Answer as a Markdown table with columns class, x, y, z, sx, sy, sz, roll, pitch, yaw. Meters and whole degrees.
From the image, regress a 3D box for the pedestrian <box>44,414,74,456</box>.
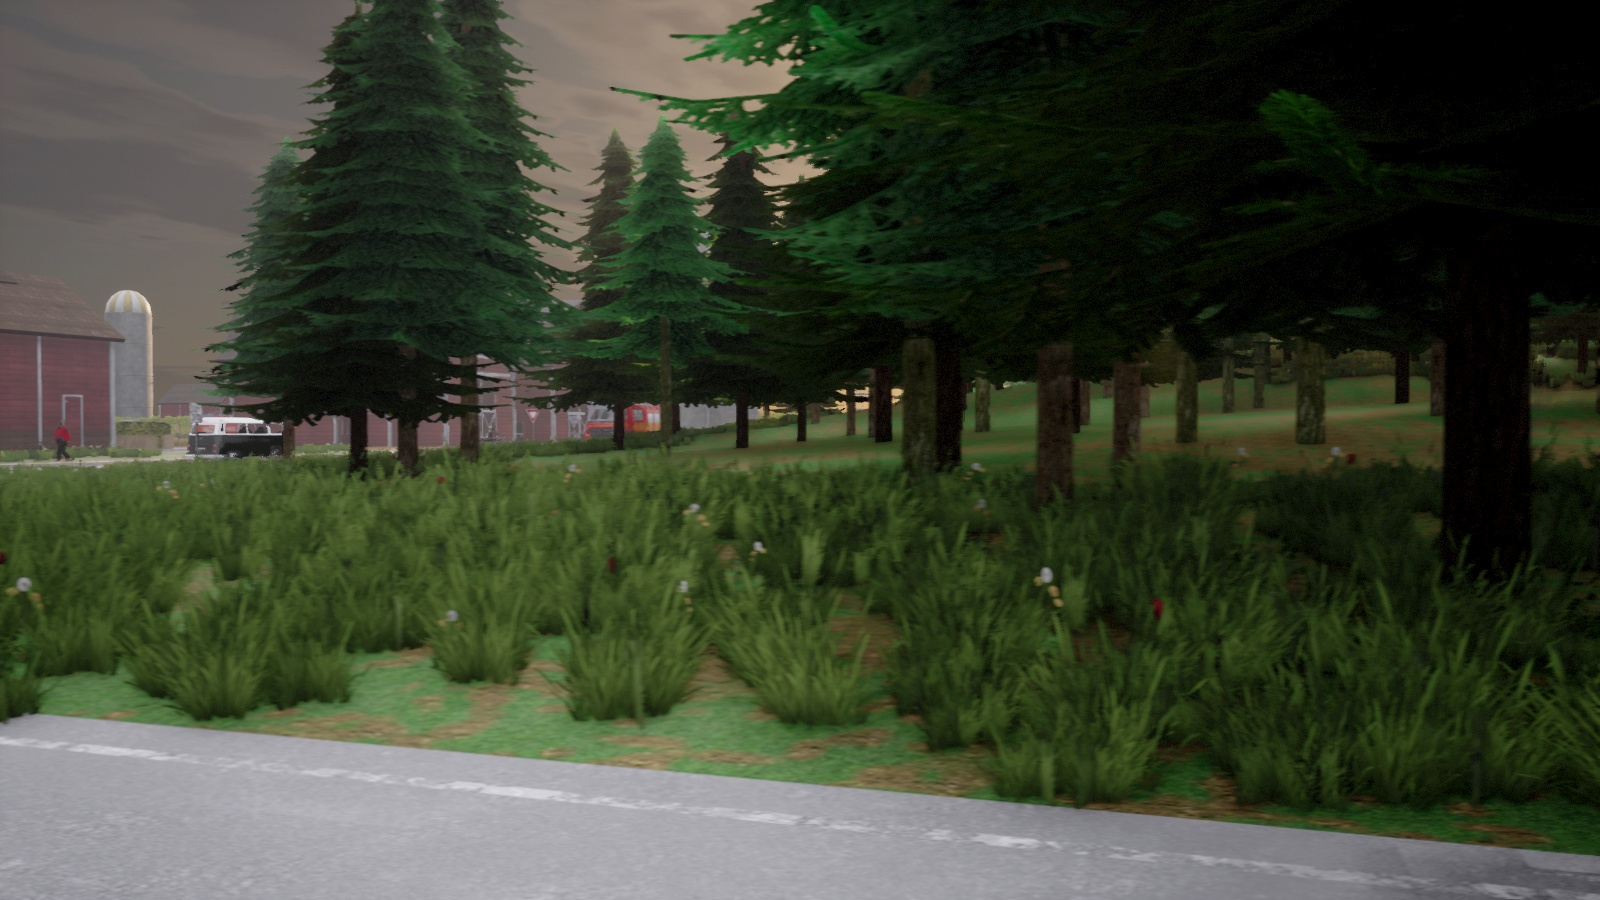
| class | x | y | z | sx | sy | sz | roll | pitch | yaw |
| --- | --- | --- | --- | --- | --- | --- | --- | --- | --- |
| pedestrian | -32.220 | -0.654 | 54.607 | 0.634 | 1.844 | 0.899 | 1 | 1 | 24 |

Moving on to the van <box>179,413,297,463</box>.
| class | x | y | z | sx | sy | sz | roll | pitch | yaw |
| --- | --- | --- | --- | --- | --- | --- | --- | --- | --- |
| van | -23.722 | -0.532 | 53.239 | 2.069 | 2.038 | 4.480 | 1 | 1 | 19 |

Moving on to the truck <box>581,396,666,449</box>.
| class | x | y | z | sx | sy | sz | roll | pitch | yaw |
| --- | --- | --- | --- | --- | --- | --- | --- | --- | --- |
| truck | -13.236 | -2.052 | 95.154 | 2.891 | 3.827 | 8.468 | 1 | 1 | 19 |
